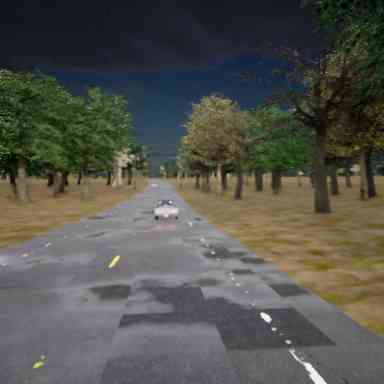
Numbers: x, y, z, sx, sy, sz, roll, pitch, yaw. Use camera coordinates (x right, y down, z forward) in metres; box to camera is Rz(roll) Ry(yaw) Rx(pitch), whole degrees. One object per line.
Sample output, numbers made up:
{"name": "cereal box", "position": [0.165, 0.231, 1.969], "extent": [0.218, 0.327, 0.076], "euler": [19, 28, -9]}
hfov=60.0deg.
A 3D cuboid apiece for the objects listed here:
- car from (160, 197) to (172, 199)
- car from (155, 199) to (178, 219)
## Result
{"name": "car", "position": [-3.366, 1.248, 42.432], "extent": [1.895, 1.301, 4.718], "euler": [0, 2, -5]}
{"name": "car", "position": [-2.198, 1.544, 28.494], "extent": [1.895, 1.301, 4.718], "euler": [0, 1, -5]}
